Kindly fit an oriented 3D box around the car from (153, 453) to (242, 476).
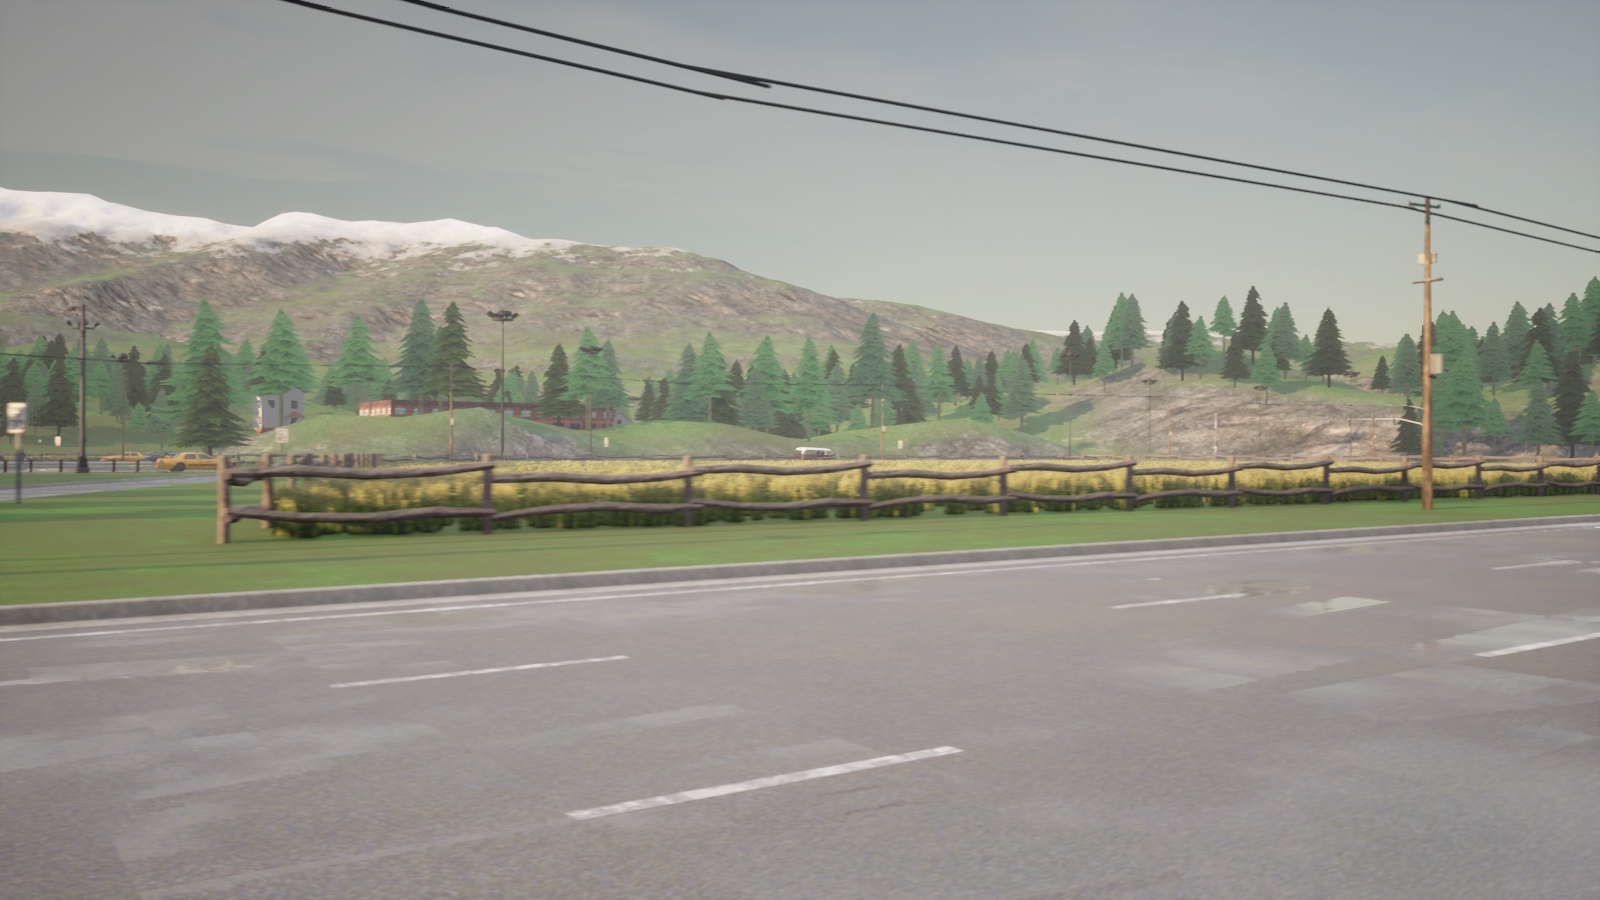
[{"bbox_3d":[-42.000,0.985,87.538,5.366,1.575,1.801,0,0,-35],"label":"car"}]
